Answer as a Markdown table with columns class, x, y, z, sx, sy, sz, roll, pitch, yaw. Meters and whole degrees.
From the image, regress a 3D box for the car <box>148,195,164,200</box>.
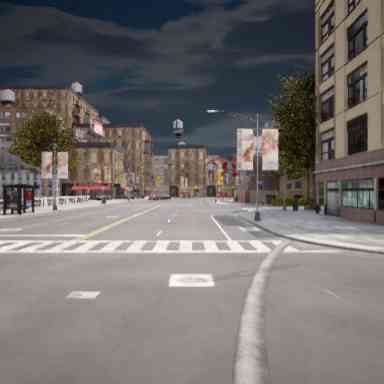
| class | x | y | z | sx | sy | sz | roll | pitch | yaw |
| --- | --- | --- | --- | --- | --- | --- | --- | --- | --- |
| car | -9.898 | 1.494 | 88.285 | 2.002 | 1.452 | 4.674 | 0 | 0 | 20 |

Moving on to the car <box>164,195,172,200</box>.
| class | x | y | z | sx | sy | sz | roll | pitch | yaw |
| --- | --- | --- | --- | --- | --- | --- | --- | --- | --- |
| car | -7.733 | 1.570 | 93.591 | 1.895 | 1.301 | 4.718 | 0 | 0 | 30 |
